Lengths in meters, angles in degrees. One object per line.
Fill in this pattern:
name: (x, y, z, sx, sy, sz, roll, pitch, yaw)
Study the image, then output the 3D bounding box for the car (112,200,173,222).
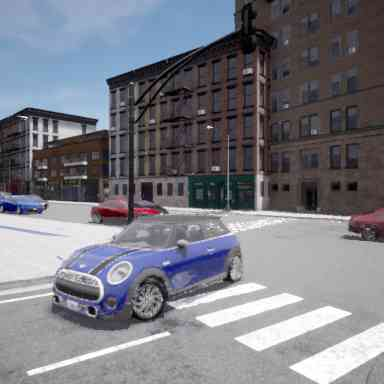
car: (-3.636, 1.301, 24.010, 4.181, 1.385, 1.994, 1, 0, 38)

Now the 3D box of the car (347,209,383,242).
car: (9.279, 1.471, 14.376, 4.674, 1.442, 1.812, 2, 1, 36)

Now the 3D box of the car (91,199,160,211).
car: (-4.116, 1.220, 20.278, 5.008, 1.535, 1.882, 1, 0, 38)

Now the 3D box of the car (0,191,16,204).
car: (-27.583, 0.786, 48.232, 4.553, 1.767, 2.097, 1, 0, 41)

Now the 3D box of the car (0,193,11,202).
car: (-33.143, 0.898, 57.611, 4.674, 1.442, 1.812, 0, 0, 43)

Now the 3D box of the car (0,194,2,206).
car: (-25.970, 0.985, 42.271, 4.674, 1.442, 1.812, 1, 0, 41)

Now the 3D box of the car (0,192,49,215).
car: (-14.680, 1.081, 28.576, 5.008, 1.535, 1.882, 2, 1, 39)

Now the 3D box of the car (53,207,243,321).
car: (-0.696, 1.353, 7.508, 2.097, 1.767, 4.553, -1, 0, 37)

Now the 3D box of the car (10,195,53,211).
car: (-16.653, 1.060, 34.379, 4.902, 1.511, 2.128, 1, 0, 40)
